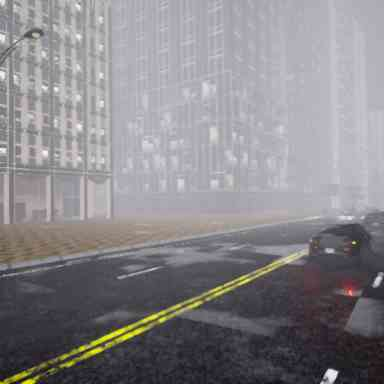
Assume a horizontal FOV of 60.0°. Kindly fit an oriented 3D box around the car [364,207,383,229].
[{"bbox_3d":[14.789,2.222,26.258,1.882,1.535,5.008,-2,-2,35],"label":"car"}]

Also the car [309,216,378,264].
[{"bbox_3d":[6.129,1.923,13.509,1.812,1.442,4.674,-2,-2,35],"label":"car"}]

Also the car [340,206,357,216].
[{"bbox_3d":[25.115,3.025,53.226,2.128,1.511,4.902,-2,-2,35],"label":"car"}]
